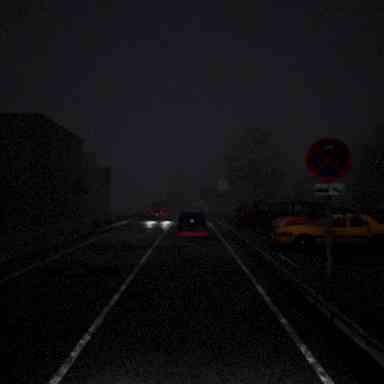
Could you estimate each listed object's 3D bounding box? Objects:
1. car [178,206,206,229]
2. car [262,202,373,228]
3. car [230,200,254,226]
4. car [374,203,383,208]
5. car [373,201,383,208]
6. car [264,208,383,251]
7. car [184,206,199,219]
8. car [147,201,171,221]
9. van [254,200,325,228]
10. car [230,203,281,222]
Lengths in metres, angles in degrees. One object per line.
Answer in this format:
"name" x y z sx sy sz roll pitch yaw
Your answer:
"car" -0.004 1.834 24.317 1.882 1.535 5.008 0 -2 0
"car" 6.259 1.529 17.043 4.553 1.767 2.185 0 -1 -1
"car" 6.155 1.620 26.272 5.566 2.045 2.435 0 -1 -1
"car" 18.371 1.922 27.559 4.892 1.521 2.231 0 -2 -1
"car" 18.309 1.750 30.234 5.566 2.045 2.435 0 -2 -1
"car" 6.073 1.601 14.121 5.366 1.575 1.946 0 -1 -1
"car" -0.107 2.574 42.235 1.837 1.490 4.892 0 -3 0
"car" -3.511 1.996 35.977 2.150 2.045 5.566 0 -2 0
"van" 6.313 1.494 20.082 4.442 1.987 1.878 0 -1 -1
"car" 6.070 1.926 32.219 4.553 1.767 2.185 0 -2 -1
